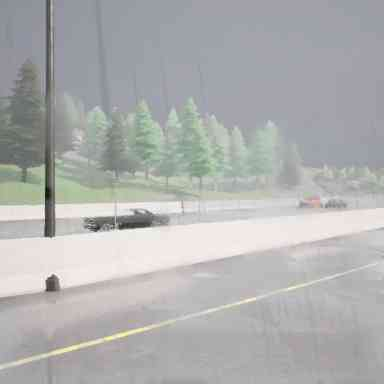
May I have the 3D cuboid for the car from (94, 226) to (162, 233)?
[{"bbox_3d":[-3.680,1.601,18.734,4.718,1.301,1.895,0,0,-38],"label":"car"}]
